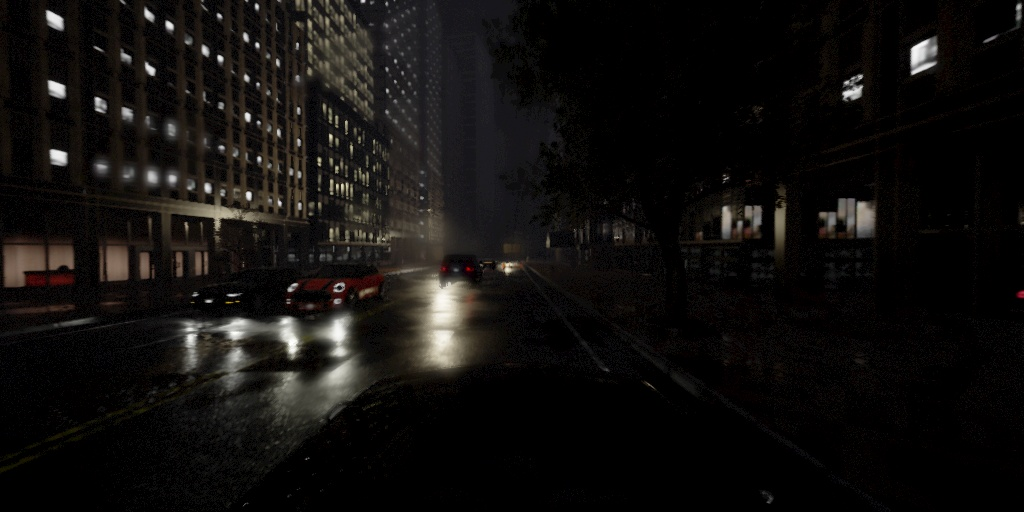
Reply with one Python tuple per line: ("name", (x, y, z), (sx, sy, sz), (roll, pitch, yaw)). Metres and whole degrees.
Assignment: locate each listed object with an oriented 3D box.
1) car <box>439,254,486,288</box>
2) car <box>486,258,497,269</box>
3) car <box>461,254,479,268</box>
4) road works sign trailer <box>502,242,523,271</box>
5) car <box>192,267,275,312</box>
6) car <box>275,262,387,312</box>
("car", (-3.149, 0.889, 22.907), (2.150, 2.045, 5.566), (0, 0, 0))
("car", (-3.147, 1.058, 49.452), (2.128, 1.511, 4.902), (0, 0, 0))
("car", (-6.550, 0.763, 56.259), (2.150, 2.045, 5.566), (0, 0, 1))
("road works sign trailer", (0.009, 0.042, 46.487), (2.380, 3.560, 2.880), (0, 0, 1))
("car", (-9.848, 1.208, 14.068), (1.837, 1.490, 4.892), (0, 0, 0))
("car", (-6.598, 1.055, 13.958), (2.097, 1.767, 4.553), (0, 0, 0))
